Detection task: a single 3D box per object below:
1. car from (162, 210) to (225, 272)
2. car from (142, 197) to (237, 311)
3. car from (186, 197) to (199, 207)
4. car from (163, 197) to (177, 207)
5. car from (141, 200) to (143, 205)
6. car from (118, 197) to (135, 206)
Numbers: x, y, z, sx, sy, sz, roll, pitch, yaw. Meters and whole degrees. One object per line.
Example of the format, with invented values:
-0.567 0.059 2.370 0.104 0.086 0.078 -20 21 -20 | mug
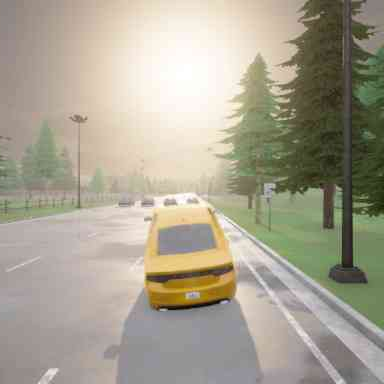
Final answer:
0.039 1.546 11.981 1.812 1.442 4.674 0 1 0 | car
-0.173 1.104 8.411 1.882 1.535 5.008 -6 15 -2 | car
0.025 1.564 53.417 1.994 1.385 4.181 0 0 0 | car
-3.475 1.564 53.418 1.994 1.385 4.181 0 0 0 | car
-6.975 1.547 53.420 2.033 1.411 5.357 0 0 0 | car
-10.475 1.547 53.421 2.033 1.411 5.357 0 0 0 | car
